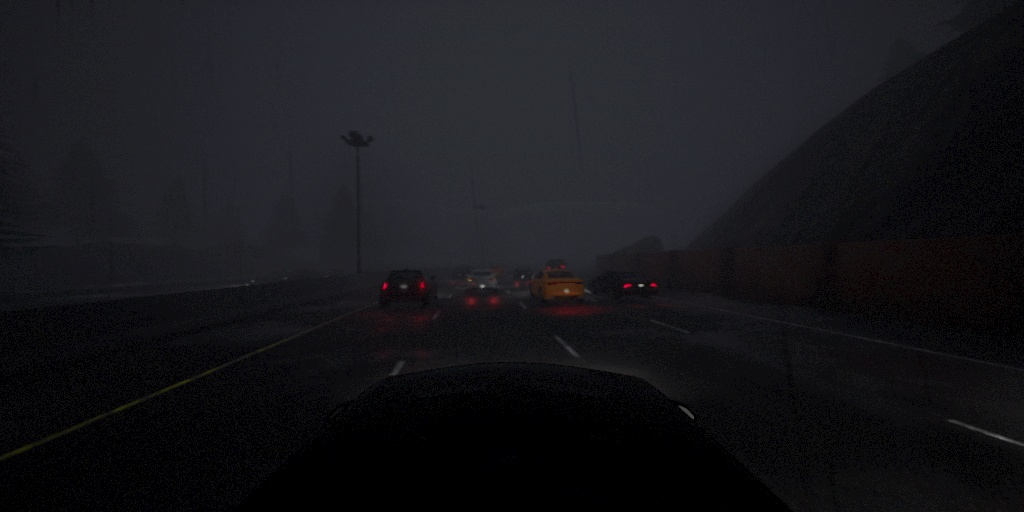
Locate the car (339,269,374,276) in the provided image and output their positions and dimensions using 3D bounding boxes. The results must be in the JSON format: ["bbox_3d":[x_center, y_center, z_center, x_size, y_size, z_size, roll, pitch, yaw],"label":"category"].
[{"bbox_3d":[-16.337,2.119,39.100,1.895,1.301,4.718,-1,-1,5],"label":"car"}]

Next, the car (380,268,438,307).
[{"bbox_3d":[-4.910,1.388,17.619,2.097,1.767,4.553,-1,-1,-6],"label":"car"}]

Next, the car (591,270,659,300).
[{"bbox_3d":[5.546,1.411,18.580,2.033,1.411,5.357,-1,-1,-6],"label":"car"}]

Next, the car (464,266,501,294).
[{"bbox_3d":[-1.959,1.583,23.334,1.812,1.442,4.674,-1,-1,-6],"label":"car"}]

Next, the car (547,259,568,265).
[{"bbox_3d":[5.106,1.369,40.369,2.150,2.045,5.566,-2,-1,10],"label":"car"}]

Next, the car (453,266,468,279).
[{"bbox_3d":[-5.369,1.831,40.952,2.128,1.511,4.902,-1,-1,7],"label":"car"}]

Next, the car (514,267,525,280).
[{"bbox_3d":[1.260,1.785,37.978,1.895,1.301,4.718,-1,-1,5],"label":"car"}]

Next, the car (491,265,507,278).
[{"bbox_3d":[-1.756,1.761,41.620,1.882,1.535,5.008,-2,-1,8],"label":"car"}]

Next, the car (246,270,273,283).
[{"bbox_3d":[-26.793,2.276,40.042,2.033,1.411,5.357,-1,-1,5],"label":"car"}]

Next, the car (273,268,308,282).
[{"bbox_3d":[-23.312,2.140,39.676,2.128,1.511,4.902,-1,-1,5],"label":"car"}]

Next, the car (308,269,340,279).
[{"bbox_3d":[-19.821,2.123,39.435,1.812,1.442,4.674,-1,-1,5],"label":"car"}]

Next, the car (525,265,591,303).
[{"bbox_3d":[2.100,1.394,17.881,1.882,1.535,5.008,-1,-1,-6],"label":"car"}]
